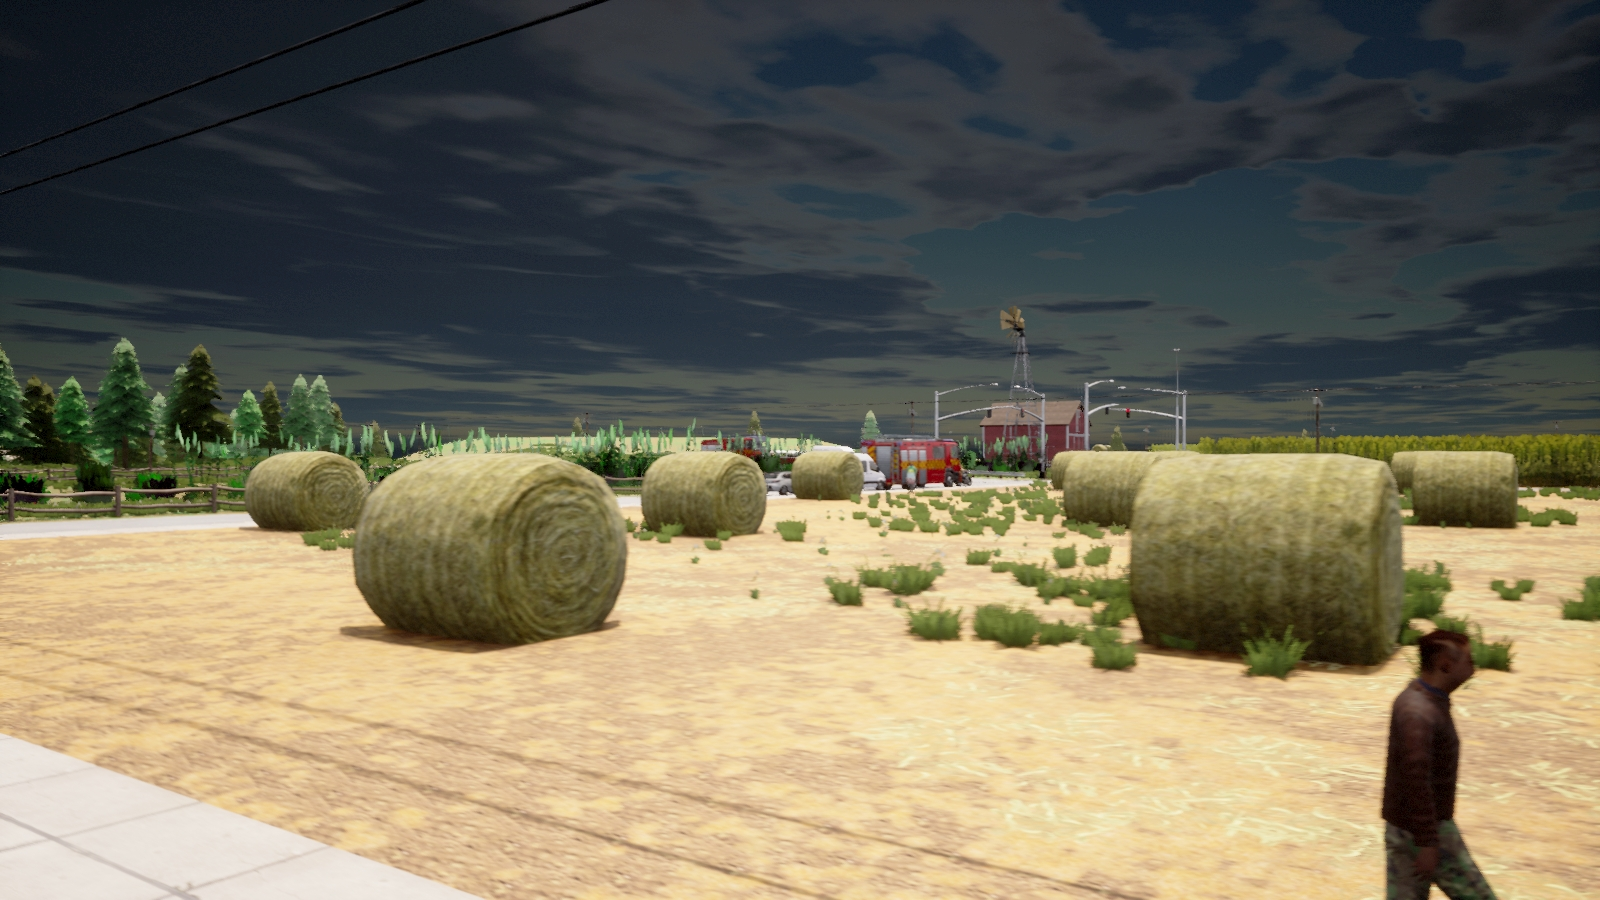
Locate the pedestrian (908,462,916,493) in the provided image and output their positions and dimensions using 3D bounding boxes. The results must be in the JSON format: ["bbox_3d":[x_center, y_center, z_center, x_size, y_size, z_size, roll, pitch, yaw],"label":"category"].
[{"bbox_3d":[6.764,1.660,69.008,0.375,1.860,0.375,0,0,20],"label":"pedestrian"}]

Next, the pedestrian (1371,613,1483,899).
[{"bbox_3d":[2.733,1.679,5.000,0.375,1.860,0.375,0,0,20],"label":"pedestrian"}]

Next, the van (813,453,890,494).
[{"bbox_3d":[3.454,1.500,75.542,1.988,2.561,5.915,0,0,38],"label":"van"}]
